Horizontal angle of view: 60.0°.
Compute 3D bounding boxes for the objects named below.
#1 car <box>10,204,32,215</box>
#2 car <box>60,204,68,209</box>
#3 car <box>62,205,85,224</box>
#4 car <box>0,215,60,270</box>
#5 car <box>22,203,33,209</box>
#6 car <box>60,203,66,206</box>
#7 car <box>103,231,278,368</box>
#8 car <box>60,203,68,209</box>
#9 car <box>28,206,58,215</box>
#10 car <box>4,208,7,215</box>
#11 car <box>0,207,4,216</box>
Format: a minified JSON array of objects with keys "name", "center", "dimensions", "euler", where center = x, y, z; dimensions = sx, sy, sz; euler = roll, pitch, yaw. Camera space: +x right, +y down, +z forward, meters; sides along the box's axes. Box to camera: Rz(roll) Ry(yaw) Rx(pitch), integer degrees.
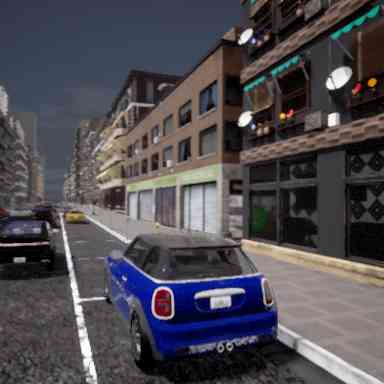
[{"name":"car","center":[-20.628,2.490,40.076],"dimensions":[1.895,1.301,4.718],"euler":[1,-2,-22]},{"name":"car","center":[-15.719,2.572,43.148],"dimensions":[1.887,1.381,4.507],"euler":[2,-2,-22]},{"name":"car","center":[-11.559,2.316,32.857],"dimensions":[1.752,1.417,4.829],"euler":[2,-2,-22]},{"name":"car","center":[-5.784,1.760,11.661],"dimensions":[2.128,1.511,4.902],"euler":[1,-2,-22]},{"name":"car","center":[-40.386,3.367,81.808],"dimensions":[2.008,1.369,4.403],"euler":[2,-2,-22]},{"name":"car","center":[-24.167,3.060,64.044],"dimensions":[2.008,1.369,4.403],"euler":[2,-2,-22]},{"name":"car","center":[-0.410,1.535,6.415],"dimensions":[2.097,1.767,4.553],"euler":[1,-2,-22]},{"name":"car","center":[-32.677,3.517,85.099],"dimensions":[1.752,1.417,4.829],"euler":[2,-2,-22]},{"name":"car","center":[-12.184,2.161,27.492],"dimensions":[1.812,1.442,4.674],"euler":[1,-2,-22]},{"name":"car","center":[-23.490,2.401,40.015],"dimensions":[1.887,1.381,4.507],"euler":[2,-2,-22]},{"name":"car","center":[-21.377,2.176,34.792],"dimensions":[1.967,1.590,4.097],"euler":[2,-2,-22]}]
